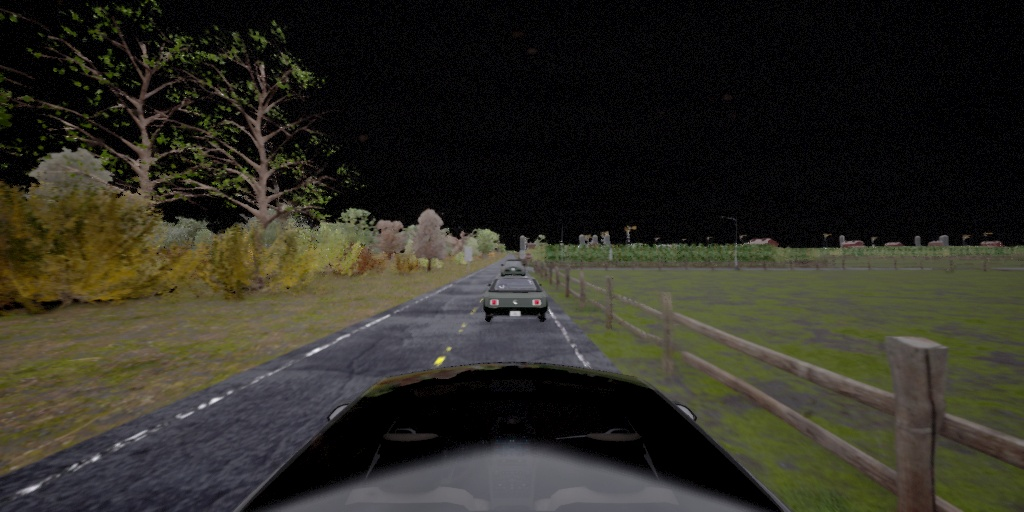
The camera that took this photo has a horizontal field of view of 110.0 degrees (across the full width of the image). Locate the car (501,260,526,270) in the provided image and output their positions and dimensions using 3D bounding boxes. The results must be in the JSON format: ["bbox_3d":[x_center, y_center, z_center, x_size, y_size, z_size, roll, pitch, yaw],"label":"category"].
[{"bbox_3d":[0.099,1.086,30.942,2.097,1.767,4.553,0,0,0],"label":"car"}]

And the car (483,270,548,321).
[{"bbox_3d":[0.100,1.350,12.422,1.895,1.301,4.718,0,0,0],"label":"car"}]
